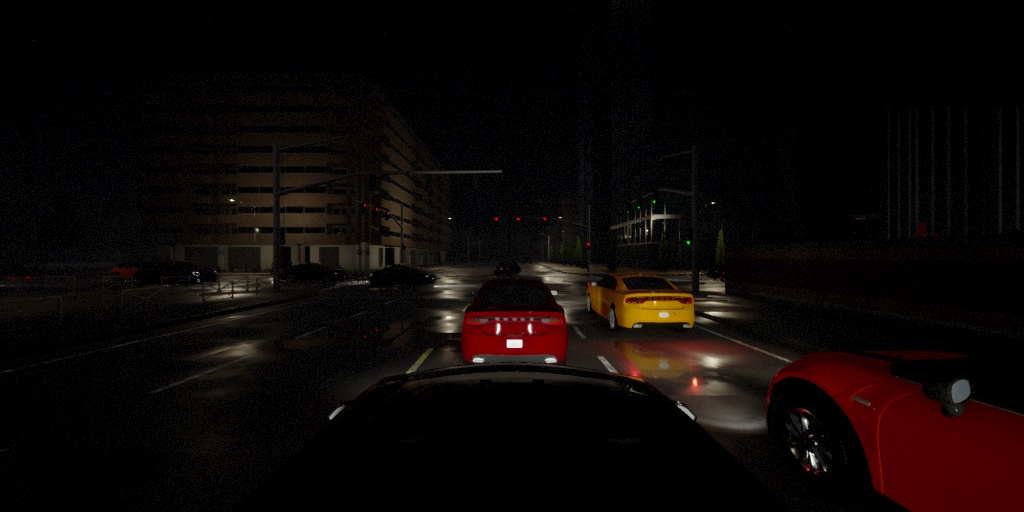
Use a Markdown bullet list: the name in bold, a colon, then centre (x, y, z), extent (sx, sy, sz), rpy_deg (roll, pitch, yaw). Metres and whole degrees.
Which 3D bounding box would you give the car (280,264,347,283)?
- **car**: centre (-15.275, 1.329, 27.698), extent (4.674, 1.442, 1.812), rpy_deg (0, 0, -1)

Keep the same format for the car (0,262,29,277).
- **car**: centre (-50.339, 1.297, 34.913), extent (4.902, 1.511, 2.128), rpy_deg (0, 0, 1)

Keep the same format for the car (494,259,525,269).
- **car**: centre (-0.453, 1.319, 37.723), extent (2.033, 1.411, 5.357), rpy_deg (0, 0, 14)

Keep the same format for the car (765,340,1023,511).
- **car**: centre (3.600, 1.102, 1.733), extent (2.097, 1.767, 4.553), rpy_deg (0, 0, 0)

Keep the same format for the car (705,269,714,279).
- **car**: centre (19.530, 1.406, 31.180), extent (4.718, 1.301, 1.895), rpy_deg (0, 0, 0)

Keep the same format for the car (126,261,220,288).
- **car**: centre (-22.436, 1.157, 24.150), extent (4.553, 1.767, 2.097), rpy_deg (0, 0, 0)

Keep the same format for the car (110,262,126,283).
- **car**: centre (-27.896, 1.157, 27.671), extent (4.553, 1.767, 2.097), rpy_deg (0, 0, 0)

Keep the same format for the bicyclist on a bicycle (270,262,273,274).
- **bicyclist on a bicycle**: centre (-25.527, 1.106, 38.644), extent (0.582, 1.620, 1.656), rpy_deg (0, 0, 0)

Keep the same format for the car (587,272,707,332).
- **car**: centre (3.580, 1.228, 10.879), extent (1.882, 1.535, 5.008), rpy_deg (0, 0, 0)

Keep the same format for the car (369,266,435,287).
- **car**: centre (-7.306, 1.338, 24.088), extent (4.181, 1.385, 1.994), rpy_deg (0, 0, 0)

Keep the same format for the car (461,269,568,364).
- **car**: centre (0.061, 1.228, 8.105), extent (1.882, 1.535, 5.008), rpy_deg (0, 0, 0)

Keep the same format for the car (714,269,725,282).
- **car**: centre (16.650, 1.310, 23.991), extent (4.892, 1.490, 1.837), rpy_deg (0, 0, 0)
